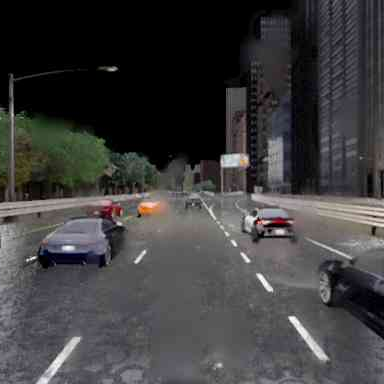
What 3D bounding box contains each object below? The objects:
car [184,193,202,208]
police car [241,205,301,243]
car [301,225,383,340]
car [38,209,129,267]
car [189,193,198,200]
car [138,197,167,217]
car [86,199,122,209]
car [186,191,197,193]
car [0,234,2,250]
[{"bbox_3d":[0.179,1.250,42.196,1.837,1.490,4.892,0,0,0],"label":"car"},{"bbox_3d":[3.534,1.410,15.789,2.038,1.542,4.974,0,0,0],"label":"police car"},{"bbox_3d":[3.505,1.474,4.847,2.163,1.488,4.792,0,0,0],"label":"car"},{"bbox_3d":[-3.377,1.497,11.101,1.994,1.385,4.181,0,0,0],"label":"car"},{"bbox_3d":[0.389,1.049,76.622,2.128,1.511,4.902,0,0,0],"label":"car"},{"bbox_3d":[-3.300,1.180,28.676,2.097,1.767,4.553,0,0,0],"label":"car"},{"bbox_3d":[-6.814,1.320,26.216,1.882,1.535,5.008,0,0,0],"label":"car"},{"bbox_3d":[0.382,1.135,57.272,1.882,1.535,5.008,0,0,1],"label":"car"},{"bbox_3d":[-6.888,1.174,7.780,2.150,2.045,5.566,0,0,0],"label":"car"}]
